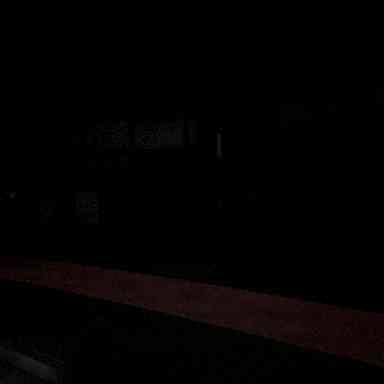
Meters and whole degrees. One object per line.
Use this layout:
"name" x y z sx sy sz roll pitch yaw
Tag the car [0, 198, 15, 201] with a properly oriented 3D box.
"car" -18.240 1.348 31.354 1.837 1.490 4.892 0 0 23
